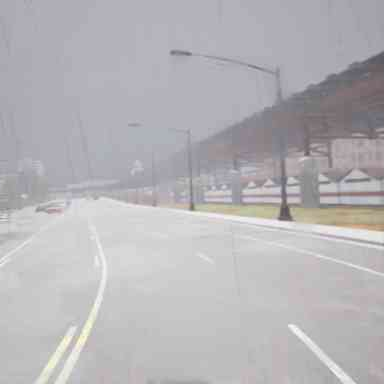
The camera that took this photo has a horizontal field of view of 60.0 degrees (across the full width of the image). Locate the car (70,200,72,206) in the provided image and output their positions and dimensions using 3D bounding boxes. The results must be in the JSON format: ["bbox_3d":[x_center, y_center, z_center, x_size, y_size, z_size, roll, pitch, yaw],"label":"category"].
[{"bbox_3d":[-33.995,3.639,89.330,1.994,1.385,4.181,-3,0,-18],"label":"car"}]

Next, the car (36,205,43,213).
[{"bbox_3d":[-30.853,3.425,68.387,2.033,1.411,5.357,-3,0,-18],"label":"car"}]

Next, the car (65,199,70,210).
[{"bbox_3d":[-28.981,3.055,73.889,2.150,2.045,5.566,-3,0,-18],"label":"car"}]

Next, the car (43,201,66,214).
[{"bbox_3d":[-24.131,2.858,58.469,2.097,1.767,4.553,-3,0,-13],"label":"car"}]

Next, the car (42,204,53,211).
[{"bbox_3d":[-34.393,3.663,79.263,1.994,1.385,4.181,-3,0,-18],"label":"car"}]
